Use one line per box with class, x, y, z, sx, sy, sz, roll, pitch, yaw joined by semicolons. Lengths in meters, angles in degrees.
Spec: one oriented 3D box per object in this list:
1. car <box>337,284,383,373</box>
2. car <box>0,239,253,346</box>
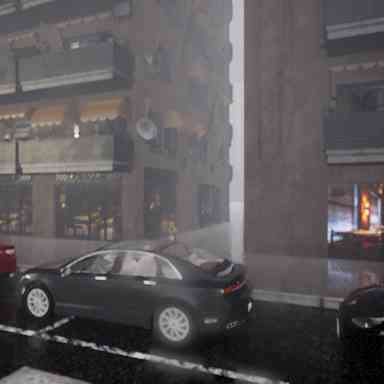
car;4.112;1.564;3.954;4.313;1.339;1.947;0;0;21
car;-1.132;1.547;6.004;4.403;1.369;2.008;0;0;21
